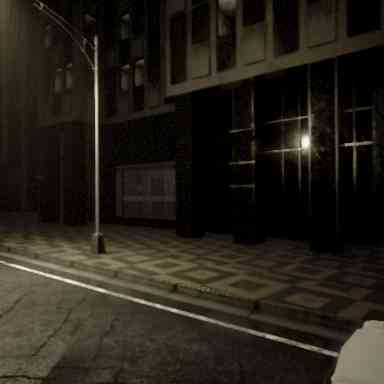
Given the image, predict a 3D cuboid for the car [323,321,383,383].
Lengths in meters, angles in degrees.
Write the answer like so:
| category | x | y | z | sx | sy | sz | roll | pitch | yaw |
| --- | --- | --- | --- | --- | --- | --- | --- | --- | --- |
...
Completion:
| category | x | y | z | sx | sy | sz | roll | pitch | yaw |
| --- | --- | --- | --- | --- | --- | --- | --- | --- | --- |
| car | 3.197 | 1.607 | 1.749 | 4.718 | 1.301 | 1.895 | 0 | 0 | 35 |
